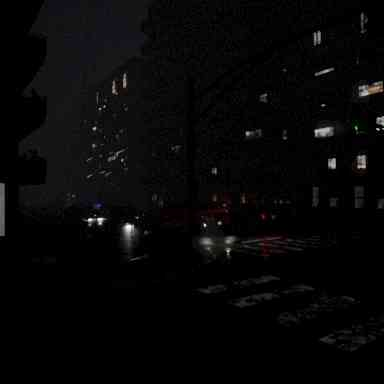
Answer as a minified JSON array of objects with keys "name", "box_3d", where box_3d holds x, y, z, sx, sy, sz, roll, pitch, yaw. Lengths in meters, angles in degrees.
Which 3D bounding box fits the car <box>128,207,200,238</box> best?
[{"name":"car","box_3d":[-1.829,1.832,19.920,1.752,1.417,4.829,-1,0,-36]}]

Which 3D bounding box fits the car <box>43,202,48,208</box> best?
[{"name":"car","box_3d":[-31.763,2.971,75.450,1.947,1.339,4.313,-1,0,-36]}]

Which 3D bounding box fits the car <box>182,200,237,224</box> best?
[{"name":"car","box_3d":[1.464,1.711,29.592,2.192,1.841,5.009,-1,0,-36]}]

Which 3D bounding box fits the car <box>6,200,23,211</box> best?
[{"name":"car","box_3d":[-35.169,2.639,65.917,2.192,1.841,5.009,-1,0,-36]}]

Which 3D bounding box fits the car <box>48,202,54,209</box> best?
[{"name":"car","box_3d":[-28.446,2.622,70.865,2.192,1.841,5.009,-1,0,-36]}]

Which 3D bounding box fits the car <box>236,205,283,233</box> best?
[{"name":"car","box_3d":[3.741,1.617,22.124,2.097,1.767,4.553,0,-1,-36]}]

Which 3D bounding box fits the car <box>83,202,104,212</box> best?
[{"name":"car","box_3d":[-16.368,2.431,55.051,1.882,1.535,5.008,0,-1,-36]}]

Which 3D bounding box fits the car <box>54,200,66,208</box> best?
[{"name":"car","box_3d":[-25.122,2.522,66.278,2.192,1.841,5.009,-1,0,-36]}]

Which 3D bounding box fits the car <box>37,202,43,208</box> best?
[{"name":"car","box_3d":[-35.087,3.048,80.036,1.887,1.381,4.507,-1,0,-36]}]

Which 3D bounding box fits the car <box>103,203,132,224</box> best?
[{"name":"car","box_3d":[-6.048,2.002,30.181,1.837,1.490,4.892,0,-1,-36]}]

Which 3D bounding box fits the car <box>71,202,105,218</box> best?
[{"name":"car","box_3d":[-12.198,2.233,38.685,2.033,1.411,5.357,0,-1,-36]}]

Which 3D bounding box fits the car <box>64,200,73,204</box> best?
[{"name":"car","box_3d":[-17.745,2.419,51.770,2.128,1.511,4.902,0,-1,-36]}]

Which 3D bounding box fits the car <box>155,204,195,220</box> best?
[{"name":"car","box_3d":[-1.853,2.043,34.177,1.887,1.381,4.507,-1,0,-36]}]

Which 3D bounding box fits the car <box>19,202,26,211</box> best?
[{"name":"car","box_3d":[-31.840,2.769,61.332,1.887,1.381,4.507,-1,0,-36]}]

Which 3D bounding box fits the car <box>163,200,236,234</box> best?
[{"name":"car","box_3d":[0.013,1.530,21.804,2.150,2.045,5.566,0,-1,-36]}]

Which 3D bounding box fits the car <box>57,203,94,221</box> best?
[{"name":"car","box_3d":[-11.899,2.162,33.816,1.887,1.381,4.507,-1,0,-36]}]
